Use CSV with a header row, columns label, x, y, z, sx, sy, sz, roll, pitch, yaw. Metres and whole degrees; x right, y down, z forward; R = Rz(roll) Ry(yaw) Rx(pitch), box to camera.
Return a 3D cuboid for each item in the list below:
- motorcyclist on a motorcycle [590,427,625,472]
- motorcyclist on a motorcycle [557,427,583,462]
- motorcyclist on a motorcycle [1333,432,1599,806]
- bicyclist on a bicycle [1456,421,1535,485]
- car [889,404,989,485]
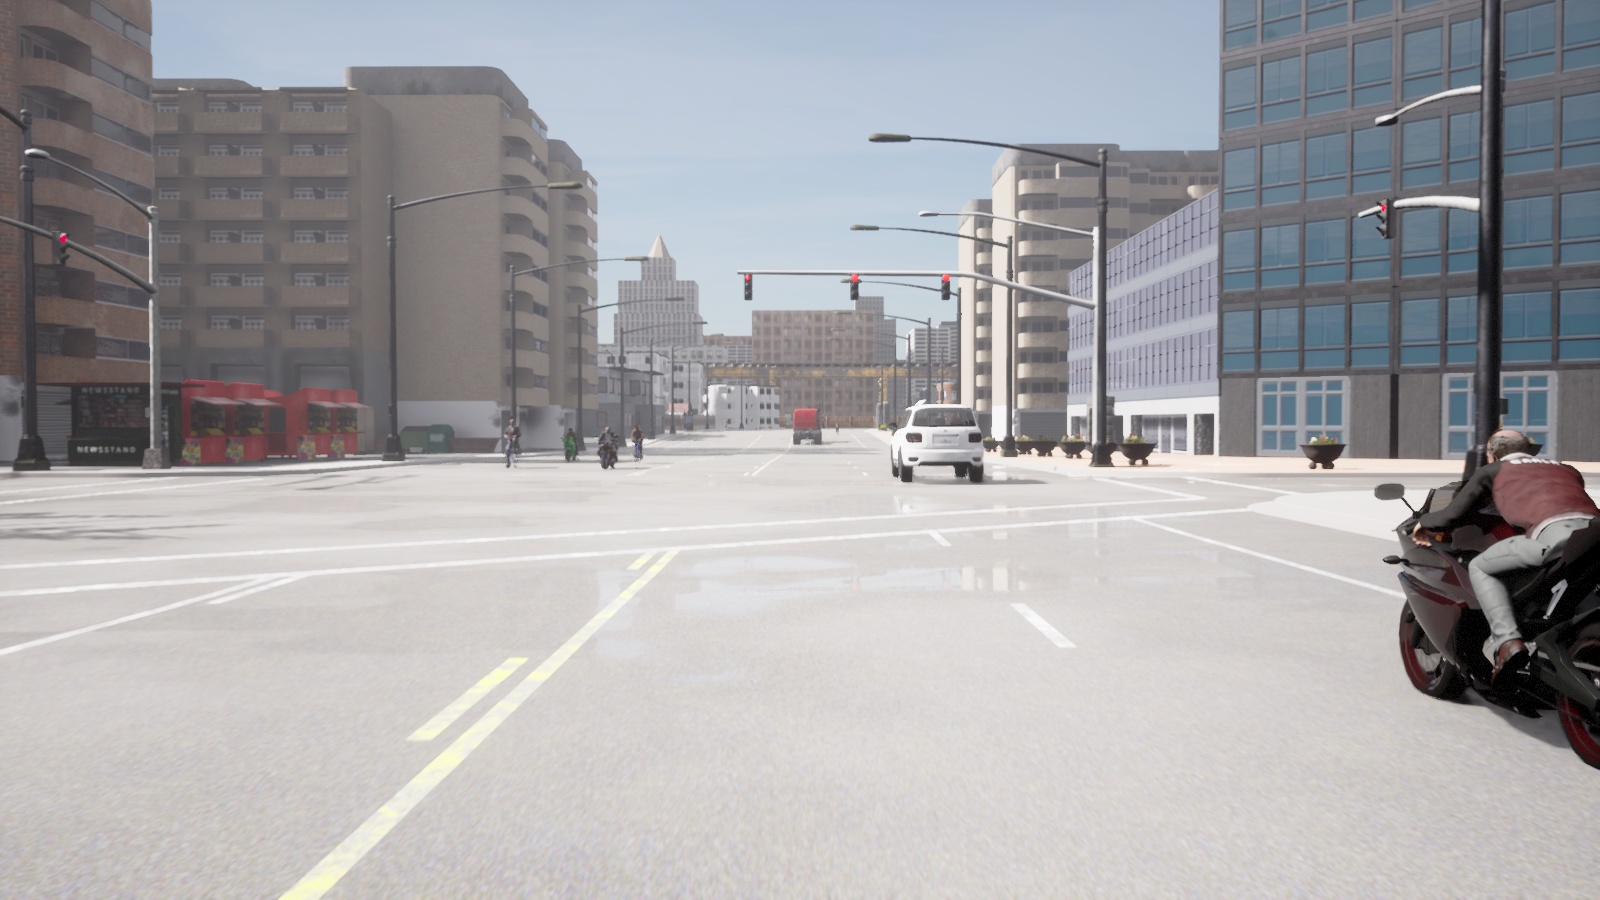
label,x,y,z,sx,sy,sz,roll,pitch,yaw
motorcyclist on a motorcycle,-6.732,-0.047,43.958,0.866,1.530,2.191,0,1,0
motorcyclist on a motorcycle,-10.166,-0.238,55.542,0.797,1.523,2.044,0,1,0
motorcyclist on a motorcycle,3.553,0.681,6.246,0.866,1.530,2.191,0,1,0
bicyclist on a bicycle,17.690,0.059,31.950,1.509,1.612,0.866,0,1,1
car,3.714,-0.201,34.555,2.150,2.045,5.566,0,1,0
